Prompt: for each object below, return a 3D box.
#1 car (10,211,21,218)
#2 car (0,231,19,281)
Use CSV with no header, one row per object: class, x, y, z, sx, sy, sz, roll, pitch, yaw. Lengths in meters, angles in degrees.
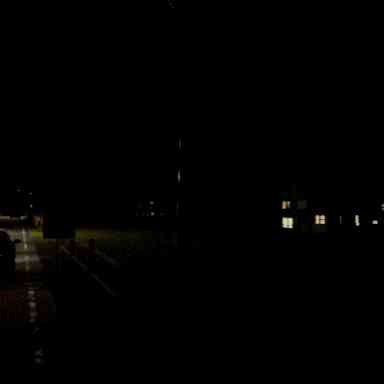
car,-42.744,5.473,80.485,2.097,1.767,4.553,3,-4,-27
car,-7.040,2.045,11.268,1.837,1.490,4.892,3,-4,-27
